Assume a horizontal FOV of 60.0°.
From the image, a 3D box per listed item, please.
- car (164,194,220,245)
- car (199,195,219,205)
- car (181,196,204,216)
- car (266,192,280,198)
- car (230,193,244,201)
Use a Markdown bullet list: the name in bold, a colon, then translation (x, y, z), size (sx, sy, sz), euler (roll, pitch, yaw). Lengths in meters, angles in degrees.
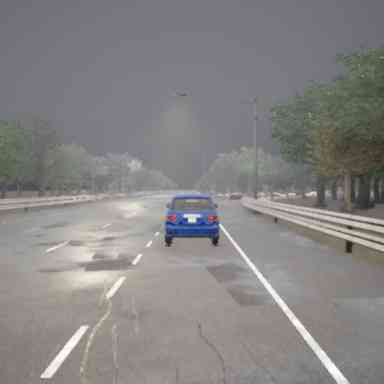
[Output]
- **car**: translation (0.003, 1.106, 14.830), size (2.150, 2.045, 5.566), euler (0, 0, 0)
- **car**: translation (2.517, 1.164, 47.970), size (1.895, 1.301, 4.718), euler (0, 1, 14)
- **car**: translation (0.142, 1.218, 30.402), size (1.882, 1.535, 5.008), euler (0, 0, 2)
- **car**: translation (20.273, 0.729, 82.735), size (2.128, 1.511, 4.902), euler (0, 1, 41)
- **car**: translation (9.094, 0.873, 65.657), size (1.882, 1.535, 5.008), euler (0, 0, 26)
